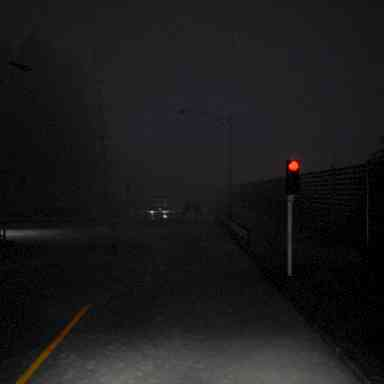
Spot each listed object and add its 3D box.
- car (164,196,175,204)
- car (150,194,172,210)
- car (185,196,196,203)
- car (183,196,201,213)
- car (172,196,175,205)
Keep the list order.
[{"bbox_3d":[-4.226,1.525,63.979,1.812,1.442,4.674,0,0,0],"label":"car"},{"bbox_3d":[-4.231,1.221,43.935,2.150,2.045,5.566,0,0,0],"label":"car"},{"bbox_3d":[-0.369,1.506,68.023,1.837,1.490,4.892,0,0,-5],"label":"car"},{"bbox_3d":[0.003,1.525,36.391,1.812,1.442,4.674,0,0,0],"label":"car"},{"bbox_3d":[-4.249,1.352,53.786,2.097,1.767,4.553,0,0,0],"label":"car"}]
